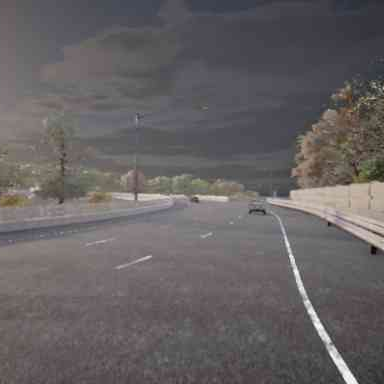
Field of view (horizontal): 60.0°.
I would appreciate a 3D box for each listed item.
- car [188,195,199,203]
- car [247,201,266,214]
[{"bbox_3d":[0.244,1.497,69.036,1.837,1.490,4.892,2,0,-9],"label":"car"},{"bbox_3d":[7.289,1.671,37.714,2.033,1.411,5.357,1,0,8],"label":"car"}]
